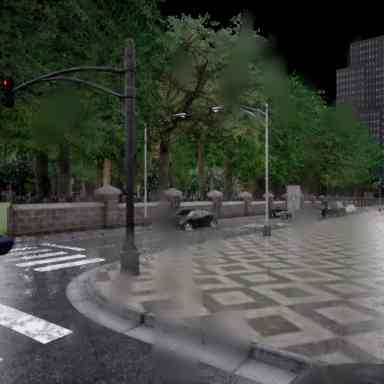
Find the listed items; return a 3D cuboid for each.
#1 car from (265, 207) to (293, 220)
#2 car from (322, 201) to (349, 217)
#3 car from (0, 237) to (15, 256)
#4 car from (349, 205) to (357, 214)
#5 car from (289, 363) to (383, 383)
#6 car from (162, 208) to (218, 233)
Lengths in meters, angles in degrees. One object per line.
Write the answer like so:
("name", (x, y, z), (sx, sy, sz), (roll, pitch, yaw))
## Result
("car", (9.663, 2.332, 36.978), (1.994, 1.385, 4.181), (0, -1, 35))
("car", (19.141, 2.238, 44.824), (2.150, 2.045, 5.566), (0, -1, 35))
("car", (-7.736, 1.696, 9.553), (1.895, 1.301, 4.718), (0, -1, 20))
("car", (25.281, 2.771, 53.478), (1.812, 1.442, 4.674), (0, -1, 35))
("car", (2.373, 1.551, 1.264), (4.403, 1.369, 2.008), (0, 0, 36))
("car", (-0.049, 1.896, 23.315), (1.882, 1.535, 5.008), (0, -1, 35))
